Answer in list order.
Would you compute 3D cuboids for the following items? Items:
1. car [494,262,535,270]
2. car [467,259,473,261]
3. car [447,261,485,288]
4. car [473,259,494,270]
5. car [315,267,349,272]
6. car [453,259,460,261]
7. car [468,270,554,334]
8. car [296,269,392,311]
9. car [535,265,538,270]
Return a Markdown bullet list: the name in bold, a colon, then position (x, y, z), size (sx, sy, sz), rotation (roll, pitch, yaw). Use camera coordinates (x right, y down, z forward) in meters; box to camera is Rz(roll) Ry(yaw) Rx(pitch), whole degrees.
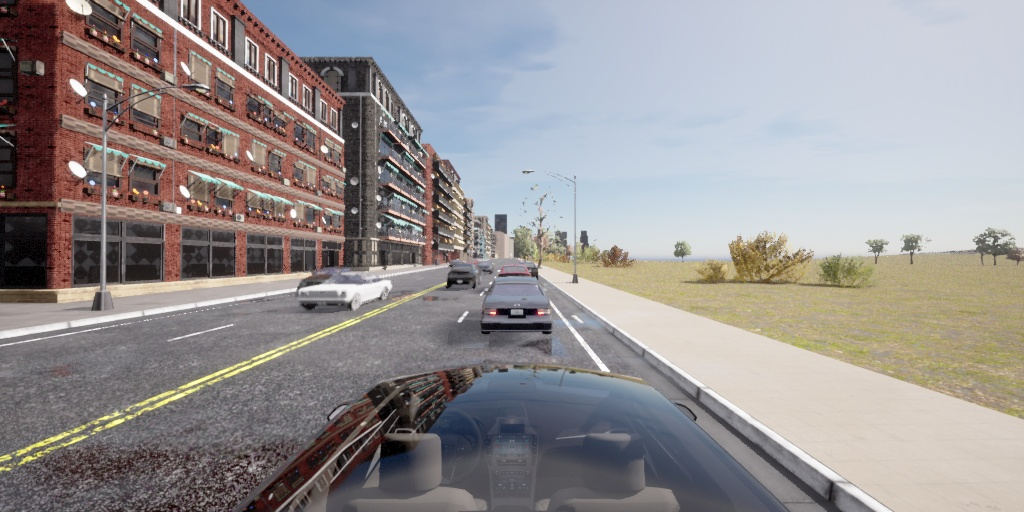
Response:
- **car**: position (0.144, 1.231, 21.079), size (1.882, 1.535, 5.008), rotation (0, 0, 0)
- **car**: position (-6.463, 1.230, 57.893), size (1.882, 1.535, 5.008), rotation (0, 0, 0)
- **car**: position (-3.103, 1.258, 23.768), size (1.837, 1.490, 4.892), rotation (0, 0, 0)
- **car**: position (-3.065, 1.301, 41.062), size (2.033, 1.411, 5.357), rotation (0, 0, 0)
- **car**: position (-9.811, 1.317, 19.746), size (1.994, 1.385, 4.181), rotation (0, 0, 0)
- **car**: position (-9.683, 1.300, 62.414), size (2.033, 1.411, 5.357), rotation (0, 0, 1)
- **car**: position (0.118, 1.299, 10.540), size (2.033, 1.411, 5.357), rotation (0, 0, 0)
- **car**: position (-6.574, 1.353, 14.628), size (1.895, 1.301, 4.718), rotation (0, 0, 0)
- **car**: position (1.200, 1.232, 30.517), size (1.882, 1.535, 5.008), rotation (0, 0, 0)
